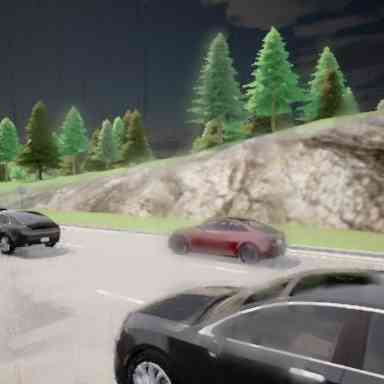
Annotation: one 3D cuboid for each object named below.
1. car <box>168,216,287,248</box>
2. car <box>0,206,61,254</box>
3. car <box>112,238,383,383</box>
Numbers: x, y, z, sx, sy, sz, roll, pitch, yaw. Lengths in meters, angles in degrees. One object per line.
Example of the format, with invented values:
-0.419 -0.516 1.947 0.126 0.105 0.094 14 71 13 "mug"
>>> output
1.158 1.559 11.770 4.181 1.385 1.994 0 0 35 "car"
-7.320 1.493 13.515 4.892 1.490 1.837 0 0 36 "car"
1.350 1.504 3.038 4.892 1.490 1.837 0 0 35 "car"
